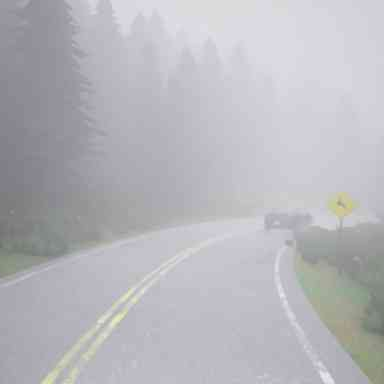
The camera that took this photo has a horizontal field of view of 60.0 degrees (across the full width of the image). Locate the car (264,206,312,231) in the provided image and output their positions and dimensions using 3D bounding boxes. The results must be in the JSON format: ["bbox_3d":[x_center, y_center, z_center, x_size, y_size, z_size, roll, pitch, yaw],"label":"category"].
[{"bbox_3d":[6.031,1.600,20.394,1.882,1.535,5.008,3,0,33],"label":"car"}]

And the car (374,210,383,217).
[{"bbox_3d":[19.825,2.236,31.518,5.357,1.411,2.033,3,3,-22],"label":"car"}]
